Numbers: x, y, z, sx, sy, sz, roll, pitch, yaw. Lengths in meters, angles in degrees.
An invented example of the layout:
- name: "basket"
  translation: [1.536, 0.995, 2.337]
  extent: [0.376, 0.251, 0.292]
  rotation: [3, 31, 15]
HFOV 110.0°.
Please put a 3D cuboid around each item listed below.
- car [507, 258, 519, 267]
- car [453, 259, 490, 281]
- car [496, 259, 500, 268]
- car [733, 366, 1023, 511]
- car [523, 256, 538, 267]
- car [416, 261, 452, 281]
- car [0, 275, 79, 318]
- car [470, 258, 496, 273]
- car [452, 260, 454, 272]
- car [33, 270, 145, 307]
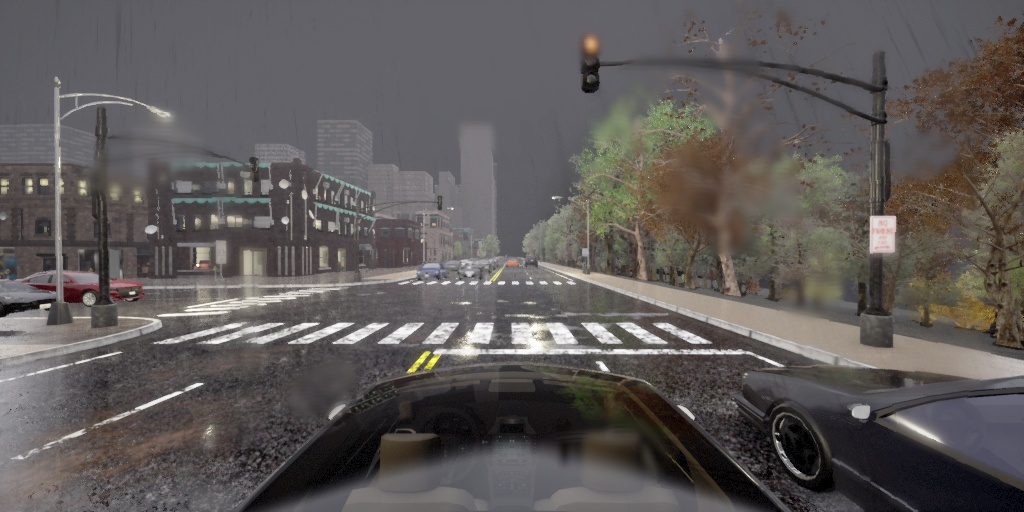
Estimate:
- name: "car"
  translation: [0.163, 1.078, 64.798]
  extent: [2.097, 1.767, 4.553]
  rotation: [0, 0, 1]
- name: "car"
  translation: [-3.313, 1.234, 30.306]
  extent: [2.128, 1.511, 4.902]
  rotation: [0, 0, 0]
- name: "car"
  translation: [-3.281, 1.224, 51.745]
  extent: [2.128, 1.511, 4.902]
  rotation: [0, 0, 0]
- name: "car"
  translation: [3.350, 1.297, 1.482]
  extent: [2.033, 1.411, 5.357]
  rotation: [0, 0, 0]
- name: "car"
  translation: [3.424, 0.948, 64.229]
  extent: [2.150, 2.045, 5.566]
  rotation: [0, 0, 0]
- name: "car"
  translation: [-6.563, 1.267, 29.940]
  extent: [1.812, 1.442, 4.674]
  rotation: [0, 0, 0]
- name: "car"
  translation: [-19.933, 1.564, 13.658]
  extent: [4.313, 1.339, 1.948]
  rotation: [0, 0, 0]
- name: "car"
  translation: [-3.297, 1.229, 41.106]
  extent: [2.128, 1.511, 4.902]
  rotation: [0, 0, 0]
- name: "car"
  translation: [-6.549, 1.243, 40.524]
  extent: [1.837, 1.490, 4.892]
  rotation: [0, 0, 0]
- name: "car"
  translation: [-19.822, 1.448, 16.363]
  extent: [5.008, 1.535, 1.882]
  rotation: [-1, 1, 0]
